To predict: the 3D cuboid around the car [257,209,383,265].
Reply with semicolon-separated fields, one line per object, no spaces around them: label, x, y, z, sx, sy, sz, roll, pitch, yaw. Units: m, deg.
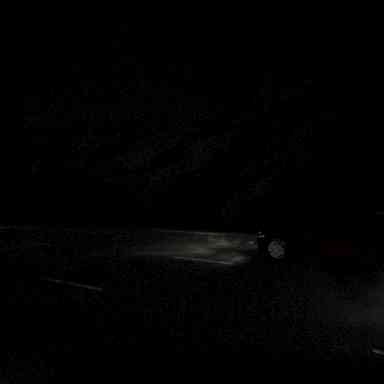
car;4.320;1.226;9.489;5.008;1.535;1.882;0;1;34
